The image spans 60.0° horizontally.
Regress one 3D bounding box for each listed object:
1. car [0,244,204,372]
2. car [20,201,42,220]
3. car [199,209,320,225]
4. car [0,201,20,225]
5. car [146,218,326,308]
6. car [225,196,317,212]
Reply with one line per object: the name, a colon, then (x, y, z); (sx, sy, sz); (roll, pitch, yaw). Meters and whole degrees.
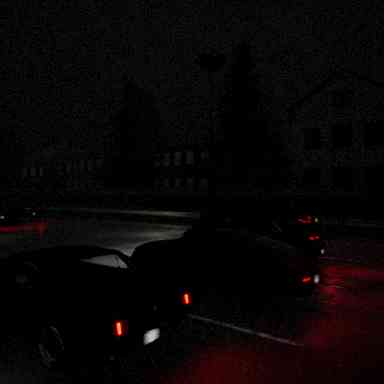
car: (-2.327, 1.596, 5.652); (4.718, 1.301, 1.895); (0, 0, 35)
car: (-14.117, 1.466, 26.958); (4.902, 1.511, 2.128); (0, 0, 35)
car: (1.892, 1.500, 11.241); (4.892, 1.490, 1.837); (0, 0, 35)
car: (-14.079, 1.454, 22.632); (5.008, 1.535, 1.882); (0, 0, 35)
car: (0.586, 1.522, 7.874); (4.674, 1.442, 1.812); (0, 0, 36)
car: (2.813, 1.217, 14.884); (5.566, 2.045, 2.150); (0, 0, 35)
